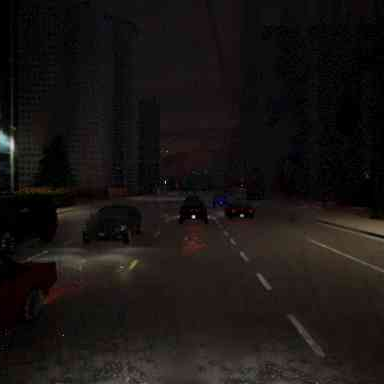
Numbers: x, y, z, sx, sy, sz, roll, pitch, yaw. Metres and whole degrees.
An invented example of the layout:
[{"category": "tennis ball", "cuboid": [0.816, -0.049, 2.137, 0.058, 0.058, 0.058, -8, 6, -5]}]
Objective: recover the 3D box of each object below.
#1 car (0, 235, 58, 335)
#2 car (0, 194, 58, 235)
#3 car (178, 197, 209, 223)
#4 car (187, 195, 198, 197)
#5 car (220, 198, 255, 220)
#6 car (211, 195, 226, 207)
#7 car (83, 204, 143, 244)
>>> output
[{"category": "car", "cuboid": [-3.558, 1.567, 4.246, 1.895, 1.301, 4.718, 0, 0, 0]}, {"category": "car", "cuboid": [-7.000, 1.122, 12.549, 2.150, 2.045, 5.566, 0, 0, 0]}, {"category": "car", "cuboid": [0.101, 1.319, 23.536, 1.837, 1.490, 4.892, 0, 0, 0]}, {"category": "car", "cuboid": [0.092, 1.183, 40.343, 1.837, 1.490, 4.892, 0, -1, 0]}, {"category": "car", "cuboid": [3.600, 1.395, 26.142, 1.895, 1.301, 4.718, 0, 0, 0]}, {"category": "car", "cuboid": [3.592, 1.137, 43.311, 1.882, 1.535, 5.008, 0, 0, 0]}, {"category": "car", "cuboid": [-3.500, 1.356, 15.389, 1.882, 1.535, 5.008, 0, 0, 0]}]
